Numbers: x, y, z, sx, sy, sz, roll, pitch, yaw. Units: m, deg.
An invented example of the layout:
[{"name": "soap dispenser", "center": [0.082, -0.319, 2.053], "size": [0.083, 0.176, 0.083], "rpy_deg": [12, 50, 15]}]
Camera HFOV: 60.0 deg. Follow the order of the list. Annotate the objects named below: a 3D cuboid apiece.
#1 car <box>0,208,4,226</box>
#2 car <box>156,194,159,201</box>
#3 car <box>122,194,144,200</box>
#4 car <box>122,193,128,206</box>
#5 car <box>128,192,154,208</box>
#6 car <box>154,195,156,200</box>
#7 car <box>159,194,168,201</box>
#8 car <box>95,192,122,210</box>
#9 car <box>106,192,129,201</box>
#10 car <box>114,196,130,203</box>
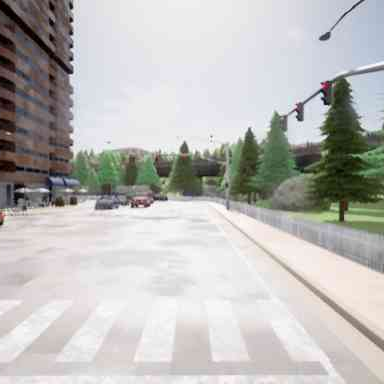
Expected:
[{"name": "car", "center": [-14.577, 1.355, 21.666], "size": [4.553, 1.767, 2.097], "rpy_deg": [0, 0, 21]}, {"name": "car", "center": [-10.338, 1.078, 73.963], "size": [2.150, 2.045, 5.566], "rpy_deg": [0, 0, -39]}, {"name": "car", "center": [-14.756, 1.287, 82.937], "size": [5.357, 1.411, 2.033], "rpy_deg": [0, 0, 32]}, {"name": "car", "center": [-10.770, 1.402, 50.727], "size": [1.837, 1.490, 4.892], "rpy_deg": [0, 1, -1]}, {"name": "car", "center": [-7.139, 1.128, 46.843], "size": [2.150, 2.045, 5.566], "rpy_deg": [0, 0, 0]}, {"name": "car", "center": [-7.934, 1.481, 60.003], "size": [1.895, 1.301, 4.718], "rpy_deg": [0, 0, -9]}, {"name": "car", "center": [-7.468, 1.204, 75.962], "size": [2.097, 1.767, 4.553], "rpy_deg": [0, 0, -39]}, {"name": "car", "center": [-10.643, 1.268, 41.756], "size": [2.097, 1.767, 4.553], "rpy_deg": [0, 0, 0]}, {"name": "car", "center": [-18.188, 1.057, 81.037], "size": [5.566, 2.045, 2.150], "rpy_deg": [0, 0, 32]}, {"name": "car", "center": [-14.217, 1.430, 67.198], "size": [1.994, 1.385, 4.181], "rpy_deg": [0, 0, -28]}]
